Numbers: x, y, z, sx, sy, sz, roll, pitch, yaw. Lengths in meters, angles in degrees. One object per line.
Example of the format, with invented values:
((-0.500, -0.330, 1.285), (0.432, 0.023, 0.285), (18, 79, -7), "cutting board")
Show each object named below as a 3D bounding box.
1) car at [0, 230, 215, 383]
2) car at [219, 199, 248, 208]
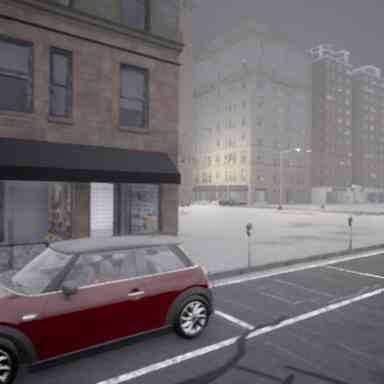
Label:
((-1.701, 1.451, 4.974), (4.097, 1.590, 1.967), (1, 0, -36), "car")
((6.336, 1.702, 51.021), (1.895, 1.301, 4.718), (1, 0, -35), "car")
